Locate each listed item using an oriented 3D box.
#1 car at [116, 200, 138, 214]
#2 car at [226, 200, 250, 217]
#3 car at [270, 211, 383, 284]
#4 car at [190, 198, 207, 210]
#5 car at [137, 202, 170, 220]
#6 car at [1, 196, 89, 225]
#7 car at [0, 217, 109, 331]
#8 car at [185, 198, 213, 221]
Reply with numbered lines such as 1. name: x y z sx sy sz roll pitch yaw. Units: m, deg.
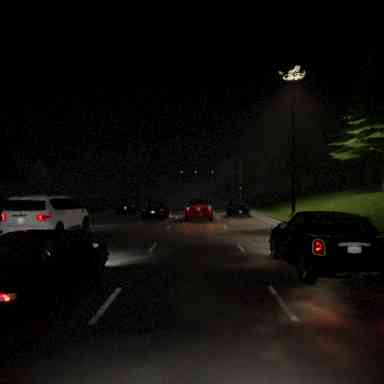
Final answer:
1. car: -6.332 1.484 33.854 1.994 1.385 4.181 0 0 1
2. car: 4.101 1.460 30.220 1.812 1.442 4.674 0 0 1
3. car: 3.727 1.332 9.691 2.097 1.767 4.553 0 0 1
4. car: 0.836 1.468 42.635 1.994 1.385 4.181 0 0 1
5. car: -2.954 1.501 27.388 1.994 1.385 4.181 0 0 1
6. car: -6.674 1.181 15.760 2.150 2.045 5.566 0 0 1
7. car: -3.322 1.529 7.177 2.033 1.411 5.357 0 0 0
8. car: 0.533 1.293 26.643 2.097 1.767 4.553 0 0 1
